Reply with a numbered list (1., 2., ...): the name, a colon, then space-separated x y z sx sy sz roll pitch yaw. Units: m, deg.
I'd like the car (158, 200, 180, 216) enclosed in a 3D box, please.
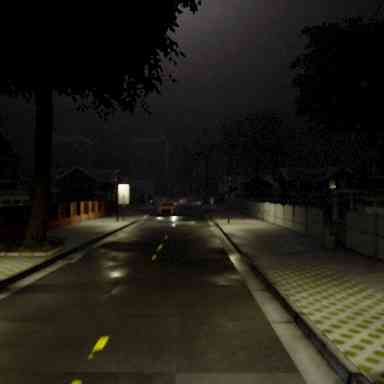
1. car: -2.775 1.872 38.292 1.882 1.535 5.008 0 -1 0
